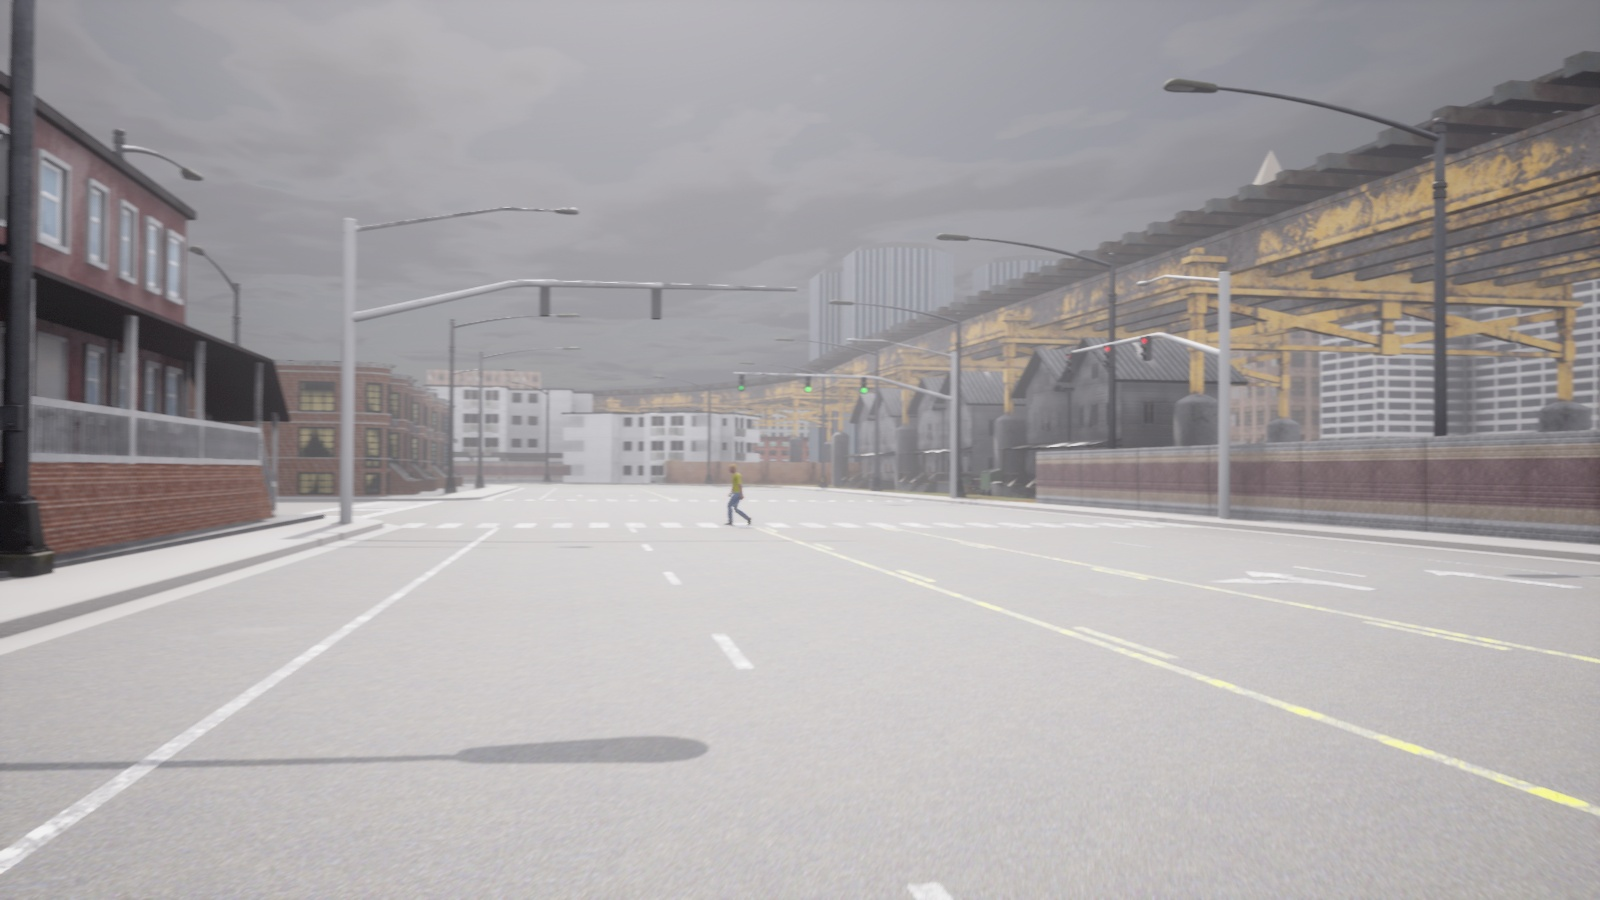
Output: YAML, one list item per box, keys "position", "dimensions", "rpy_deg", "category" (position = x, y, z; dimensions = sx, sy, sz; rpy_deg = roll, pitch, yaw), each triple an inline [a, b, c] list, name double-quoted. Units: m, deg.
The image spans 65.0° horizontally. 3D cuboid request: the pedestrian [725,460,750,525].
- position: [-1.761, 1.202, 35.586]
  dimensions: [0.706, 1.836, 0.354]
  rpy_deg: [0, -1, -1]
  category: "pedestrian"
